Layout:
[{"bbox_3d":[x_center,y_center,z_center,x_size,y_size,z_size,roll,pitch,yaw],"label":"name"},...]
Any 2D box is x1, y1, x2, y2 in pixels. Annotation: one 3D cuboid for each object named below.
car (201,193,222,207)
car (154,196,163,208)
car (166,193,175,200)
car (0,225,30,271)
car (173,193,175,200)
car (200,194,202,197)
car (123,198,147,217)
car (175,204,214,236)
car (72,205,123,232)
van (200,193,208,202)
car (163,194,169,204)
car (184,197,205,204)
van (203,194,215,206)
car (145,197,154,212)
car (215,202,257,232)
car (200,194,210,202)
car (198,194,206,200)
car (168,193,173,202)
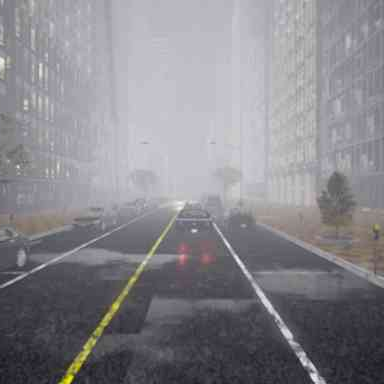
[{"bbox_3d":[2.712,1.254,42.372,2.192,1.841,5.009,-1,0,0],"label":"car"},{"bbox_3d":[-5.662,1.455,47.893,1.752,1.417,4.829,-1,0,0],"label":"car"},{"bbox_3d":[-5.634,1.180,87.848,2.192,1.841,5.009,-1,0,0],"label":"car"},{"bbox_3d":[-5.692,1.539,8.277,2.008,1.369,4.403,-1,0,0],"label":"car"},{"bbox_3d":[-5.637,1.315,82.164,1.967,1.590,4.097,-1,0,0],"label":"car"},{"bbox_3d":[2.716,1.245,48.056,2.192,1.841,5.009,-1,0,0],"label":"car"},{"bbox_3d":[-5.675,1.537,31.011,1.802,1.307,4.206,-1,0,0],"label":"car"},{"bbox_3d":[0.115,1.575,18.277,1.895,1.301,4.718,0,0,0],"label":"car"},{"bbox_3d":[-5.683,1.523,19.644,2.008,1.369,4.403,-1,0,0],"label":"car"},{"bbox_3d":[2.738,1.226,76.474,1.690,1.788,3.998,-1,0,0],"label":"van"},{"bbox_3d":[-5.654,1.478,59.430,1.947,1.339,4.313,-1,0,0],"label":"car"},{"bbox_3d":[0.127,1.549,35.744,1.895,1.301,4.718,0,0,0],"label":"car"},{"bbox_3d":[2.721,1.262,53.740,1.690,1.788,3.998,-1,0,0],"label":"van"},{"bbox_3d":[-5.671,1.387,36.695,1.967,1.590,4.097,-1,0,0],"label":"car"},{"bbox_3d":[2.697,1.523,19.638,2.008,1.369,4.403,-1,0,0],"label":"car"},{"bbox_3d":[2.734,1.334,70.791,1.967,1.590,4.097,-1,0,0],"label":"car"},{"bbox_3d":[2.753,1.407,93.525,2.008,1.369,4.403,-1,0,0],"label":"car"},{"bbox_3d":[-5.645,1.445,70.797,2.008,1.369,4.403,-1,0,0],"label":"car"}]
